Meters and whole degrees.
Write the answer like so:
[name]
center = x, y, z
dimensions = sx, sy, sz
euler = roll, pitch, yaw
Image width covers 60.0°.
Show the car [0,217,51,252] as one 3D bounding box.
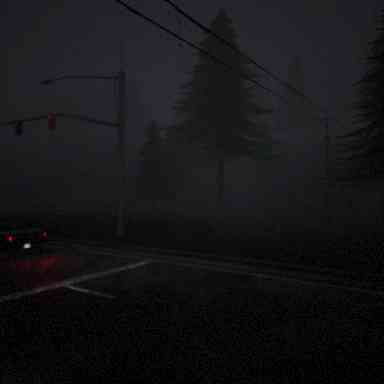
[car]
center = -7.749, 1.623, 12.922
dimensions = 4.718, 1.301, 1.895
euler = 0, 0, 31
